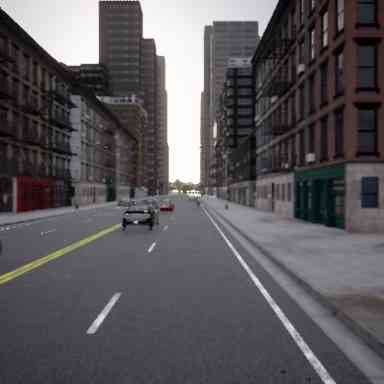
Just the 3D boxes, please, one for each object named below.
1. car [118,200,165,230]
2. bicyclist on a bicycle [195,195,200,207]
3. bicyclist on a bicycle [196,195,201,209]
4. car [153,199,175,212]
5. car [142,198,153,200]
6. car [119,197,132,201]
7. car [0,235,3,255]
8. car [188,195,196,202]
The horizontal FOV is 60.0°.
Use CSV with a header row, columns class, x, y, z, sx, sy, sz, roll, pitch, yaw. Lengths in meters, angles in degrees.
class,x,y,z,sx,sy,sz,roll,pitch,yaw
car,-3.155,1.493,21.112,2.128,1.511,4.902,0,0,0
bicyclist on a bicycle,0.882,1.380,52.945,0.659,1.776,1.843,0,0,0
bicyclist on a bicycle,0.878,1.444,44.620,0.866,1.612,1.509,0,0,0
car,-3.160,1.569,39.618,1.994,1.385,4.181,0,0,0
car,-6.572,1.572,50.056,1.994,1.385,4.181,0,0,0
car,-9.821,1.534,49.840,1.812,1.442,4.674,0,0,0
car,-6.601,1.526,8.258,1.812,1.442,4.674,0,0,0
car,-0.018,1.561,80.544,2.033,1.411,5.357,0,0,0
